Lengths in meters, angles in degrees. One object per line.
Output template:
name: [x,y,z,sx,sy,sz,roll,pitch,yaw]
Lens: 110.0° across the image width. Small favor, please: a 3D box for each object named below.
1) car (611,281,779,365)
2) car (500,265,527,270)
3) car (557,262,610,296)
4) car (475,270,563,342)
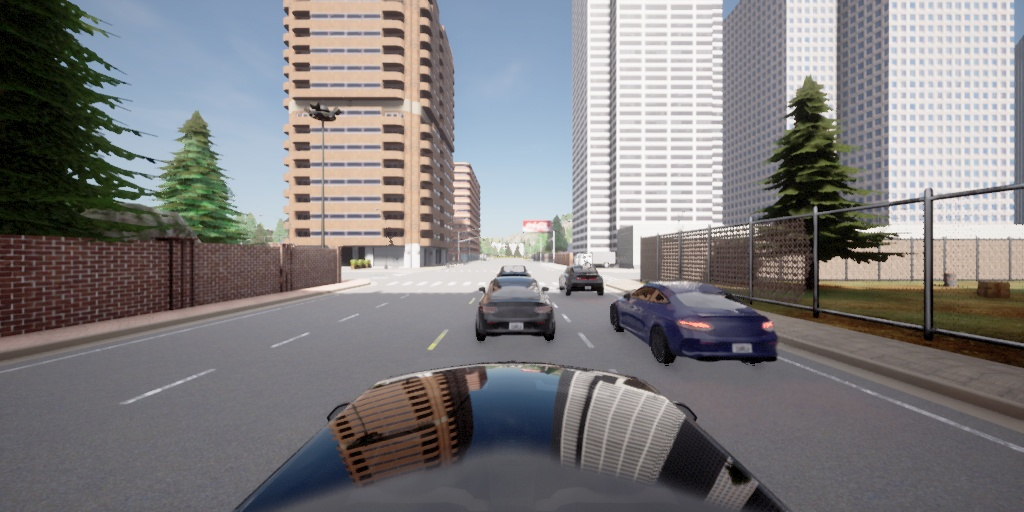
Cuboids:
car: [3.603,1.274,7.917,1.812,1.442,4.674,0,0,0]
car: [0.088,1.237,19.423,2.128,1.511,4.902,0,0,0]
car: [3.624,1.250,19.277,1.837,1.490,4.892,0,0,1]
car: [0.059,1.273,9.674,1.812,1.442,4.674,0,0,-1]
